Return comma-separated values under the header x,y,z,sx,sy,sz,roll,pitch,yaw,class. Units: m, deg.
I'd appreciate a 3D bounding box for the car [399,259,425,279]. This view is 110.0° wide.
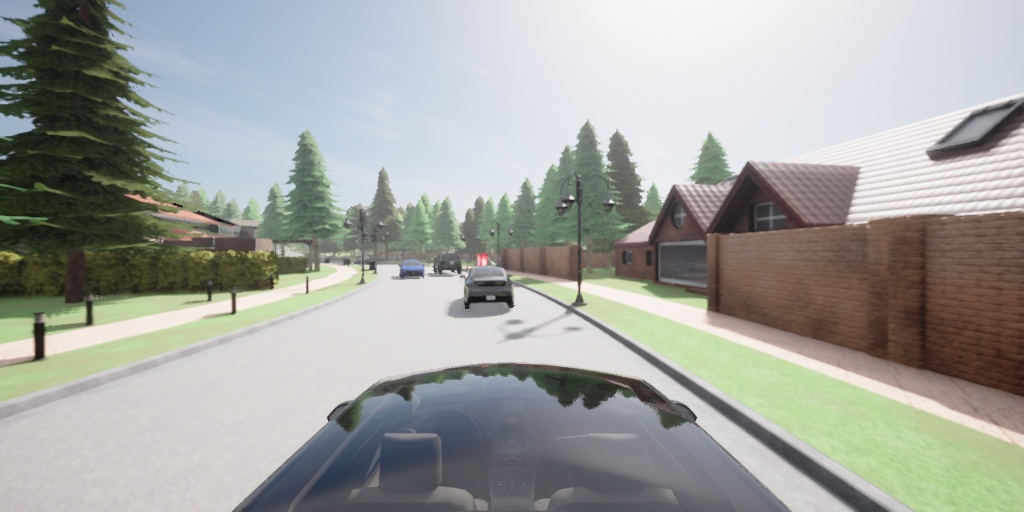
x,y,z,sx,sy,sz,roll,pitch,yaw,class
-8.392,1.063,30.097,1.882,1.535,5.008,0,0,-18,car

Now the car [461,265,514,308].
x,y,z,sx,sy,sz,roll,pitch,yaw,class
-1.048,1.172,14.678,1.837,1.490,4.892,0,0,-8,car

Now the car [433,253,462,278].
x,y,z,sx,sy,sz,roll,pitch,yaw,class
-6.567,0.761,36.174,2.150,2.045,5.566,0,0,-20,car

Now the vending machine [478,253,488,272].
x,y,z,sx,sy,sz,roll,pitch,yaw,class
-3.077,0.713,37.978,1.100,2.100,0.880,0,0,-21,vending machine
